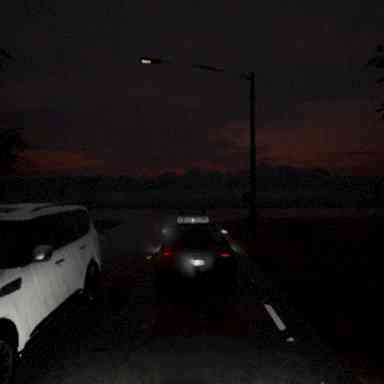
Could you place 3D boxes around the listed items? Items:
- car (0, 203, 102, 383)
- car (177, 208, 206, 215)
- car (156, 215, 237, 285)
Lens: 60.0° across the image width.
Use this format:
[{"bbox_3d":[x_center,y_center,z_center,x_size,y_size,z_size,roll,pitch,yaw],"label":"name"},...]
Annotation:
[{"bbox_3d":[-3.001,1.229,5.034,2.150,2.045,5.566,0,0,0],"label":"car"},{"bbox_3d":[-0.006,1.643,21.236,1.895,1.301,4.718,0,0,-2],"label":"car"},{"bbox_3d":[0.100,1.582,9.571,1.994,1.385,4.181,0,0,0],"label":"car"}]
